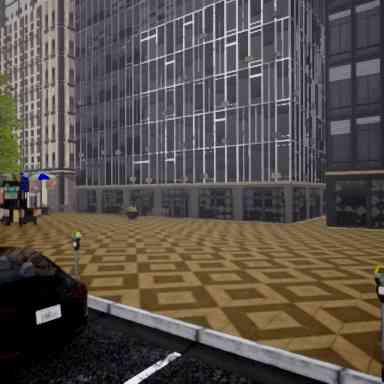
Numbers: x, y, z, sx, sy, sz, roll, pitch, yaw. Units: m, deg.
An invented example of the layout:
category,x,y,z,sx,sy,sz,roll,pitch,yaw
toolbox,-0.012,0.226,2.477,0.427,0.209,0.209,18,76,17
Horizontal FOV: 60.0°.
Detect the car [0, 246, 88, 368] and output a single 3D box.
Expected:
category,x,y,z,sx,sy,sz,roll,pitch,yaw
car,-3.482,1.565,5.371,4.313,1.339,1.947,0,0,36
